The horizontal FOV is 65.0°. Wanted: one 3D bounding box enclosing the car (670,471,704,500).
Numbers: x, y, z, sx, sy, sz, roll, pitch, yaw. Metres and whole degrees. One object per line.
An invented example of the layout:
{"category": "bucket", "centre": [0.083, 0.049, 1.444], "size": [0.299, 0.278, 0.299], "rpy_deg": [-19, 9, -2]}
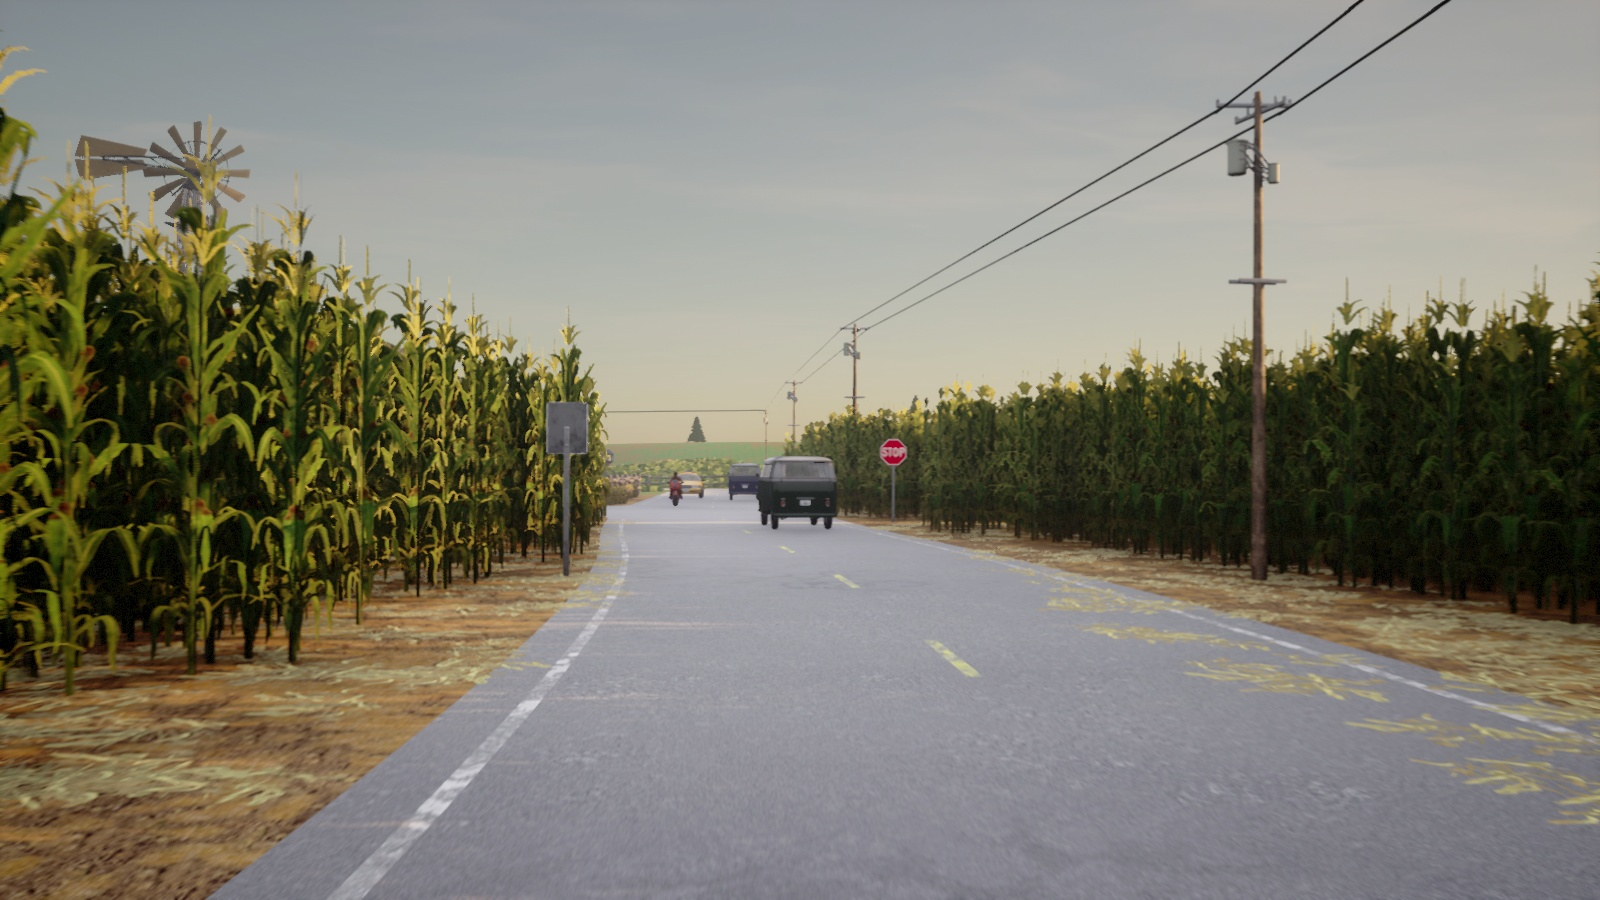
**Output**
{"category": "car", "centre": [-6.427, 1.983, 71.788], "size": [1.801, 1.575, 5.366], "rpy_deg": [0, -1, -3]}

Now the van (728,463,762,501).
{"category": "van", "centre": [-3.013, 1.721, 68.173], "size": [1.775, 1.987, 4.442], "rpy_deg": [0, -1, -3]}

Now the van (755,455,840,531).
{"category": "van", "centre": [-0.140, 1.156, 35.139], "size": [1.775, 1.987, 4.442], "rpy_deg": [0, -1, -8]}

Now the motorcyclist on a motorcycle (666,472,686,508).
{"category": "motorcyclist on a motorcycle", "centre": [-5.384, 1.731, 54.464], "size": [0.797, 1.523, 2.044], "rpy_deg": [0, -1, -4]}
